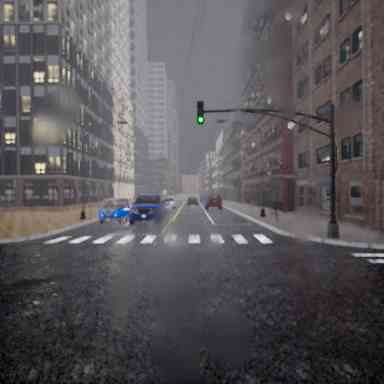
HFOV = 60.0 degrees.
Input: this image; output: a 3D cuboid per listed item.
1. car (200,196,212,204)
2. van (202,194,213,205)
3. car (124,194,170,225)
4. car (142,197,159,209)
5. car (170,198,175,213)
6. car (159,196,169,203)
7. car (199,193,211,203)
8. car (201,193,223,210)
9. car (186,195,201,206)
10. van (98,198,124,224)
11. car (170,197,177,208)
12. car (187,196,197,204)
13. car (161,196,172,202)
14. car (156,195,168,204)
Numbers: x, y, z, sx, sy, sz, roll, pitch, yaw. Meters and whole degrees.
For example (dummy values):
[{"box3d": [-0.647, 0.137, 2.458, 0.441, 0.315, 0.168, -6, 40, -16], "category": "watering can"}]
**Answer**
[{"box3d": [2.659, 1.431, 63.539, 2.008, 1.369, 4.403, -1, 0, 0], "category": "car"}, {"box3d": [2.657, 1.226, 57.989, 1.690, 1.788, 3.998, -1, 0, 0], "category": "van"}, {"box3d": [-3.130, 1.211, 24.352, 2.150, 2.045, 5.566, -1, 0, 0], "category": "car"}, {"box3d": [-5.716, 1.523, 46.713, 1.752, 1.417, 4.829, -1, 0, 0], "category": "car"}, {"box3d": [-3.118, 1.579, 34.062, 1.895, 1.301, 4.718, -1, 0, 0], "category": "car"}, {"box3d": [-5.724, 1.504, 68.917, 1.752, 1.417, 4.829, -1, 0, 0], "category": "car"}, {"box3d": [2.653, 1.191, 69.090, 2.192, 1.841, 5.009, -1, 0, 0], "category": "car"}, {"box3d": [2.662, 1.215, 41.336, 2.192, 1.841, 5.009, -1, 0, 0], "category": "car"}, {"box3d": [0.072, 1.467, 53.302, 2.033, 1.411, 5.357, -1, 0, 0], "category": "car"}, {"box3d": [-5.711, 1.362, 24.679, 1.690, 1.788, 3.998, -1, 0, 0], "category": "van"}, {"box3d": [-3.111, 1.494, 44.330, 1.812, 1.442, 4.674, -1, 0, 0], "category": "car"}, {"box3d": [0.049, 1.513, 63.900, 1.895, 1.301, 4.718, -1, 0, 0], "category": "car"}, {"box3d": [-5.725, 1.526, 74.638, 2.008, 1.369, 4.403, -1, 0, 0], "category": "car"}, {"box3d": [-5.723, 1.423, 63.536, 1.967, 1.590, 4.097, -1, 0, 0], "category": "car"}]
